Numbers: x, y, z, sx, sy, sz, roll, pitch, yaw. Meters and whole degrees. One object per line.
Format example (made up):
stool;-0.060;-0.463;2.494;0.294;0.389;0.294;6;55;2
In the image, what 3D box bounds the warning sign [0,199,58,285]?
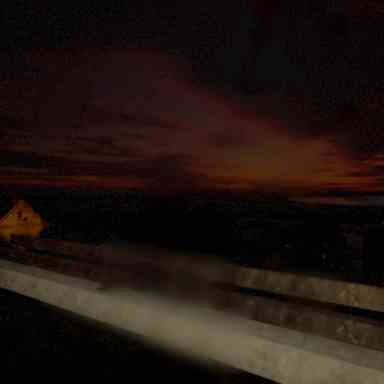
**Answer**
warning sign;-4.183;1.117;8.151;1.060;1.860;1.300;1;0;35
